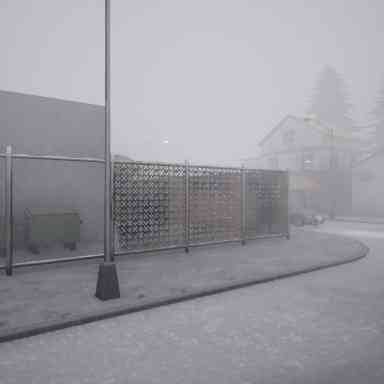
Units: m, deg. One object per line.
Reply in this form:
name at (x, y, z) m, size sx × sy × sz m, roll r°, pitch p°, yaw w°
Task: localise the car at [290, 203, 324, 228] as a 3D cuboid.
car at (6.393, 1.491, 22.305) m, size 2.128 × 1.511 × 4.902 m, roll 0°, pitch 0°, yaw -35°
